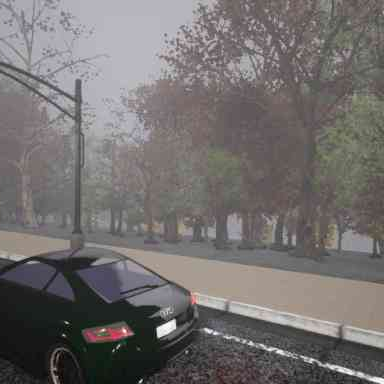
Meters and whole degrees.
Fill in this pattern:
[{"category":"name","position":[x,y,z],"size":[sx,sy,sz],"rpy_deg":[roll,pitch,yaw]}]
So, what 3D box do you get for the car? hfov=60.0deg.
[{"category":"car","position":[-1.926,1.563,5.061],"size":[4.181,1.385,1.994],"rpy_deg":[0,0,36]}]
